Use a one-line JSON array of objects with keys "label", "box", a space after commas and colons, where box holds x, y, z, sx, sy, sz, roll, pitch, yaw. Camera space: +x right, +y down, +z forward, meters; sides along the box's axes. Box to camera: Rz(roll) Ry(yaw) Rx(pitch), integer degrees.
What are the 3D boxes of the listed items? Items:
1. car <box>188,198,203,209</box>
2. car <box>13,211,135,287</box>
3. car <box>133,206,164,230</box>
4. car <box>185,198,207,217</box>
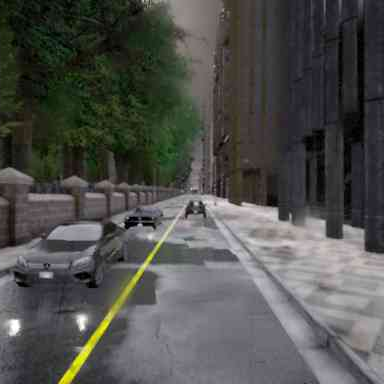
[{"label": "car", "box": [0.459, 1.514, 44.398, 1.895, 1.301, 4.718, 1, 0, 1]}, {"label": "car", "box": [-3.030, 1.484, 9.321, 1.812, 1.442, 4.674, 1, 0, 1]}, {"label": "car", "box": [-2.905, 1.540, 20.938, 1.895, 1.301, 4.718, 1, 0, 1]}, {"label": "car", "box": [0.355, 1.477, 30.198, 1.812, 1.442, 4.674, 1, 0, 1]}]
